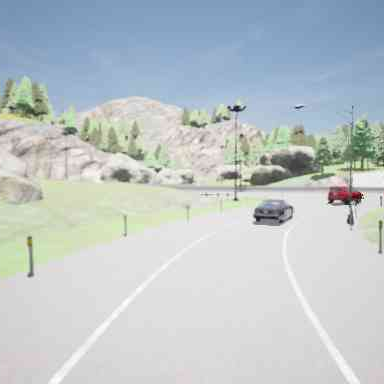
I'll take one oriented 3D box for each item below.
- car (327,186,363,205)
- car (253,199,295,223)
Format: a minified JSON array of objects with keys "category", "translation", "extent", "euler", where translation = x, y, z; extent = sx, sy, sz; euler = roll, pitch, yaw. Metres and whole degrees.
[{"category":"car","translation":[17.830,0.307,38.659],"extent":[5.566,2.045,2.150],"euler":[-2,3,-43]},{"category":"car","translation":[5.641,1.209,22.629],"extent":[2.033,1.411,5.357],"euler":[2,2,26]}]
